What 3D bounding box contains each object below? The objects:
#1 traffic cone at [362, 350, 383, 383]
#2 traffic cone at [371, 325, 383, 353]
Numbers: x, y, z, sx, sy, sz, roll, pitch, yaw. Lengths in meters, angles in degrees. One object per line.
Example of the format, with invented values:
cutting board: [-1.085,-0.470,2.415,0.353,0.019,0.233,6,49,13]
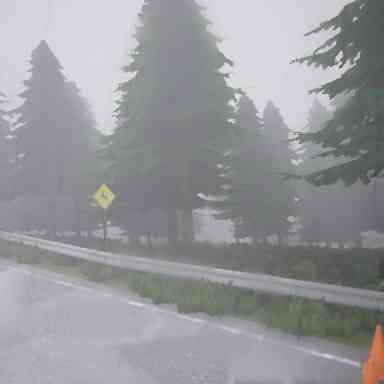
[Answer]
traffic cone: [1.773,1.956,3.298,0.340,0.580,0.340,0,0,34]
traffic cone: [2.322,1.956,4.131,0.340,0.580,0.340,0,0,34]
